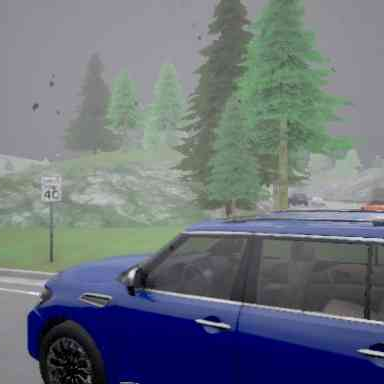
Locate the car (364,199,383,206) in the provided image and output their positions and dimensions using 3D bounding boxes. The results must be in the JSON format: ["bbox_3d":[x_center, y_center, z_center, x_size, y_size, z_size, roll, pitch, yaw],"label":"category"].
[{"bbox_3d":[15.701,1.352,27.268,2.097,1.767,4.553,0,0,2],"label":"car"}]

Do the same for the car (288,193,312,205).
[{"bbox_3d":[16.497,1.221,52.449,2.150,2.045,5.566,0,0,2],"label":"car"}]

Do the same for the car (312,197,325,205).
[{"bbox_3d":[20.051,1.526,54.097,1.812,1.442,4.674,0,0,2],"label":"car"}]

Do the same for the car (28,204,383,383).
[{"bbox_3d":[0.784,1.218,3.386,5.566,2.045,2.150,-1,0,31],"label":"car"}]
